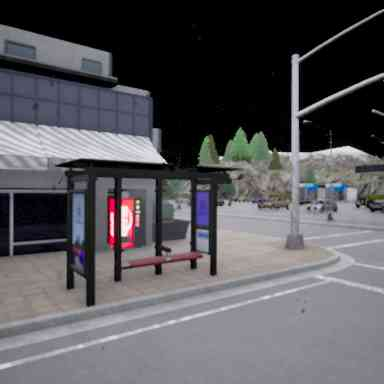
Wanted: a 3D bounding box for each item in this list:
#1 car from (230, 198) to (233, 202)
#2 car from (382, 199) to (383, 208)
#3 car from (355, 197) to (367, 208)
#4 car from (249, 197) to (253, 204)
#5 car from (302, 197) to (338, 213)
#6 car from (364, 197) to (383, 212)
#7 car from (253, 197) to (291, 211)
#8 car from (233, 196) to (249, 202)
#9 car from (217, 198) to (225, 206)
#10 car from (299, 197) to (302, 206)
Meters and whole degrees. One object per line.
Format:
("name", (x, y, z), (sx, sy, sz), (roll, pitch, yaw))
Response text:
("car", (11.703, 1.826, 85.762), (4.514, 1.523, 2.007), (0, 0, -36))
("car", (33.600, 1.848, 55.449), (3.806, 1.475, 1.970), (0, 0, -36))
("car", (26.736, 1.543, 50.473), (4.605, 1.855, 1.932), (0, 0, -36))
("car", (14.252, 1.768, 69.147), (3.633, 1.501, 1.845), (0, 0, -36))
("car", (14.791, 1.593, 37.859), (3.806, 1.475, 1.970), (0, 0, -36))
("car", (22.652, 1.694, 38.995), (4.514, 1.523, 2.007), (0, 0, -36))
("car", (10.785, 1.512, 42.883), (5.027, 1.636, 2.152), (0, 0, -36))
("car", (13.576, 1.817, 83.245), (5.027, 1.636, 2.152), (0, 0, -36))
("car", (3.322, 1.435, 53.275), (3.866, 1.878, 1.905), (0, 0, -36))
("car", (20.047, 1.746, 61.006), (4.514, 1.523, 2.007), (0, 0, -36))
